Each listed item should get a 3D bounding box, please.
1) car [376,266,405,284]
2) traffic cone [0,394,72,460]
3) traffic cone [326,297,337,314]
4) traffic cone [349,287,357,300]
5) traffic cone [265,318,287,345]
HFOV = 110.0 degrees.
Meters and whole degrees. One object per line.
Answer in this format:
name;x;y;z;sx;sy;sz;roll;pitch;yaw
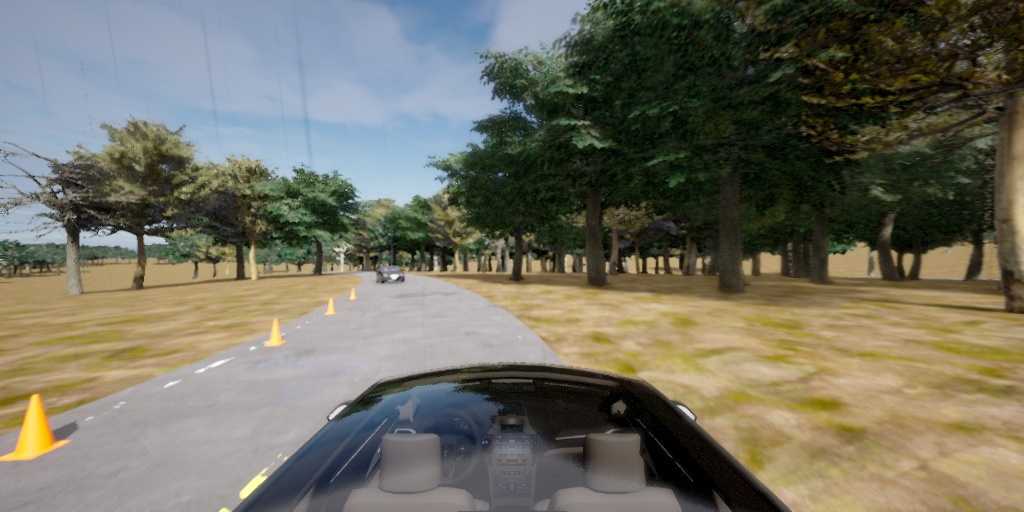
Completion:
car;-10.586;1.575;31.050;2.128;1.511;4.902;-1;-1;-28
traffic cone;-5.005;1.756;3.773;0.340;0.580;0.340;0;0;-4
traffic cone;-6.613;1.808;13.117;0.340;0.580;0.340;0;0;-14
traffic cone;-7.914;1.859;17.878;0.340;0.580;0.340;0;0;-16
traffic cone;-5.565;1.772;8.458;0.340;0.580;0.340;0;0;-10
